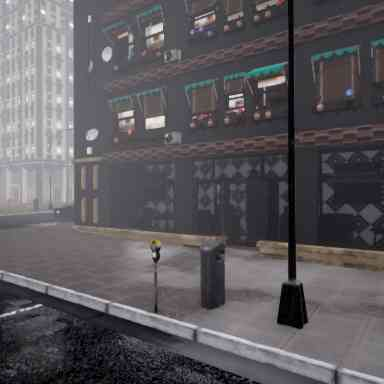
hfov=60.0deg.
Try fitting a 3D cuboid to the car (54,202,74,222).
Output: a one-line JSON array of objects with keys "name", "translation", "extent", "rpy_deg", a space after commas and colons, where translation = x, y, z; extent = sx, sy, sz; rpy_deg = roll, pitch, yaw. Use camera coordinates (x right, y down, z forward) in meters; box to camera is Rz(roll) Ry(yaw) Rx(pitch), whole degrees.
[{"name": "car", "translation": [-7.303, 1.279, 22.814], "extent": [1.947, 1.339, 4.313], "rpy_deg": [1, 1, 35]}]
